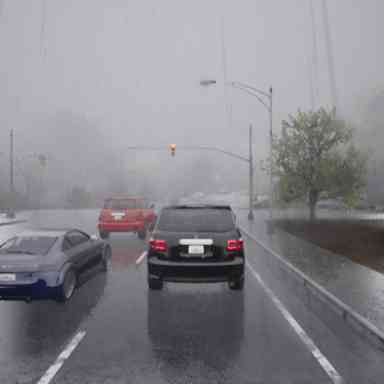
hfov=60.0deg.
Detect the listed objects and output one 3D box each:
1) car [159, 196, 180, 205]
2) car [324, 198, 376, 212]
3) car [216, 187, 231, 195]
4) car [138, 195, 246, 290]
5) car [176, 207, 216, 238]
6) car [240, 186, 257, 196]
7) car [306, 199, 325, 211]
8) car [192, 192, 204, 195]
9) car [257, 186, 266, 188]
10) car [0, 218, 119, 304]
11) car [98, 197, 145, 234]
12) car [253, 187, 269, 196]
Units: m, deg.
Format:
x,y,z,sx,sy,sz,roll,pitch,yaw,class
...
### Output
x,y,z,sx,sy,sz,roll,pitch,yaw,class
-4.110,1.512,61.311,2.128,1.511,4.902,0,1,18,car
17.909,1.600,37.459,4.718,1.301,1.895,-1,0,3,car
8.500,-0.135,88.976,2.150,2.045,5.566,0,3,30,car
0.103,1.230,9.233,2.150,2.045,5.566,0,0,0,car
0.249,1.596,18.461,1.994,1.385,4.181,0,0,2,car
13.966,0.055,84.501,2.097,1.767,4.553,0,3,33,car
16.588,1.523,41.040,4.902,1.511,2.128,-1,0,3,car
1.255,0.864,75.382,2.097,1.767,4.553,0,2,23,car
19.646,-0.805,93.034,2.150,2.045,5.566,0,3,38,car
-3.405,1.570,8.230,1.994,1.385,4.181,0,0,2,car
-3.282,1.252,17.632,2.150,2.045,5.566,0,0,1,car
17.535,0.226,83.628,1.895,1.301,4.718,0,3,33,car
